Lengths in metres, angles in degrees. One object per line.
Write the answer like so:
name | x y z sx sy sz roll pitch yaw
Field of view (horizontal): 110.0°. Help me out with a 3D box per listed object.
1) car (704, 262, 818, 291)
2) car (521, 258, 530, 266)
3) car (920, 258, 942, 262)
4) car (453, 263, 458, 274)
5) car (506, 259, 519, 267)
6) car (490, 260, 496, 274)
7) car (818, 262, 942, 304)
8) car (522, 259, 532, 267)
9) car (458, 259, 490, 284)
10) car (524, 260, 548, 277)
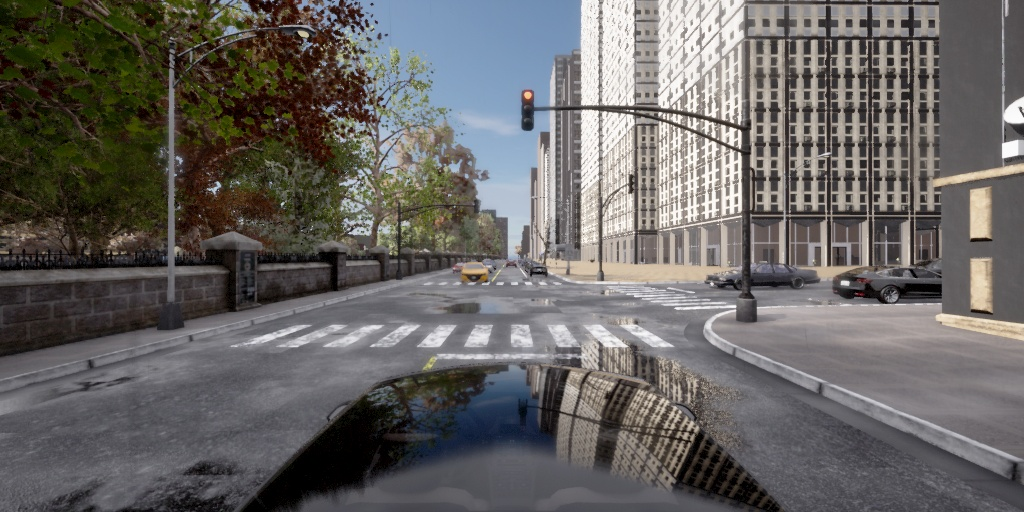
car | 13.391 1.054 19.310 5.357 1.411 2.033 -1 0 -1
car | 2.542 1.339 47.348 1.948 1.339 4.313 0 0 0
car | 23.433 0.840 19.408 4.892 1.490 1.837 -1 0 -1
car | -5.820 1.351 41.688 1.802 1.307 4.207 0 0 0
car | -0.103 1.320 65.347 1.812 1.442 4.674 0 0 0
car | -3.225 1.370 41.634 1.895 1.301 4.718 0 0 0
car | 14.647 1.026 13.540 4.313 1.339 1.948 0 0 0
car | 2.560 1.335 41.716 1.948 1.339 4.313 0 0 0
car | -2.842 1.237 27.019 1.882 1.535 5.008 0 0 -6
car | 2.578 1.331 36.083 1.948 1.339 4.313 0 0 0
